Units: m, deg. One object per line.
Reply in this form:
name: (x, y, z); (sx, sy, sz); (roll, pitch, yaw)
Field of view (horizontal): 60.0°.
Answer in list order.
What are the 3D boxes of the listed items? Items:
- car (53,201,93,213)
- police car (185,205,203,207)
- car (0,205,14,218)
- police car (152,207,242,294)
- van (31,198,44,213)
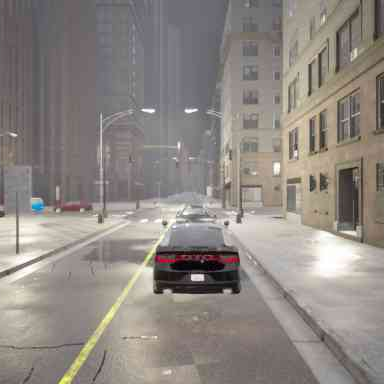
car: (-13.957, 1.727, 39.094); (4.507, 1.381, 1.887); (-1, 0, 0)
police car: (0.121, 1.510, 18.522); (2.038, 1.542, 4.974); (0, 0, 0)
car: (-19.611, 1.524, 30.592); (5.009, 1.841, 2.192); (-1, 0, 0)
police car: (0.107, 1.427, 8.917); (1.930, 1.638, 5.238); (0, 0, 0)
van: (-19.584, 1.591, 39.117); (3.998, 1.788, 1.690); (-1, 0, 0)
